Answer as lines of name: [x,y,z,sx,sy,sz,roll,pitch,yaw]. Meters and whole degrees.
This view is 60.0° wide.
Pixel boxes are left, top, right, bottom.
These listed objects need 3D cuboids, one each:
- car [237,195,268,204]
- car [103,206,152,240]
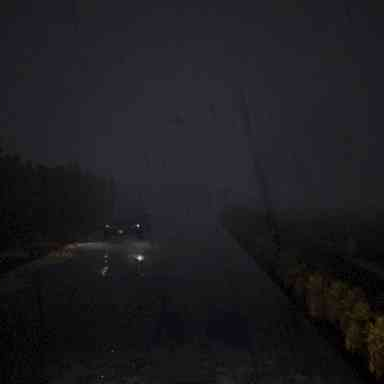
car: [7.864,1.336,41.271,2.033,1.411,5.357,0,1,37]
car: [-3.159,1.495,17.104,1.812,1.442,4.674,0,0,0]
